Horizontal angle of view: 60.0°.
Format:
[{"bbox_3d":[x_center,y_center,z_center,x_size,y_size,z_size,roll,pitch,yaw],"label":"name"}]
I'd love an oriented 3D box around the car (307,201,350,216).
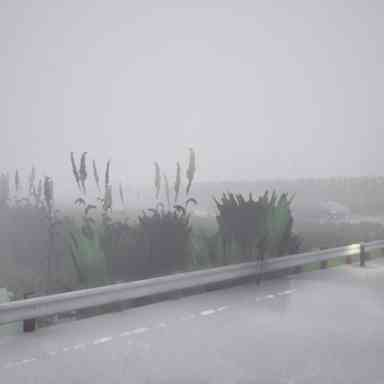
[{"bbox_3d":[10.812,1.564,28.981,2.097,1.767,4.553,-1,1,-43],"label":"car"}]
